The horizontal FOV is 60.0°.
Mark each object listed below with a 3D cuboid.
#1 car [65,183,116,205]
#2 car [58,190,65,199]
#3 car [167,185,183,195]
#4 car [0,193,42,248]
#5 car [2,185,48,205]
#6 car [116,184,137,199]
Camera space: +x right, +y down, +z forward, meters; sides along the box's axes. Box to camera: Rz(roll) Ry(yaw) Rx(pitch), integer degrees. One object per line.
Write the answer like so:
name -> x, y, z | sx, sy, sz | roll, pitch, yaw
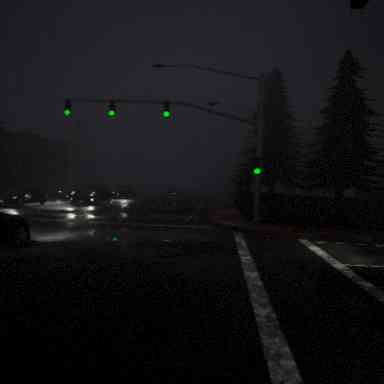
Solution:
car -> -8.240, 0.064, 27.525 | 2.097, 1.767, 4.553 | 2, 2, 5
car -> -11.294, 0.017, 32.852 | 1.895, 1.301, 4.718 | 2, 2, 5
car -> -2.543, -0.365, 50.718 | 1.994, 1.385, 4.181 | 2, 2, 5
car -> -6.169, 0.967, 8.621 | 1.837, 1.490, 4.892 | 2, 2, 5
car -> -12.080, 0.242, 23.789 | 1.812, 1.442, 4.674 | 2, 2, 5
car -> -7.437, -0.084, 36.631 | 1.837, 1.490, 4.892 | 2, 2, 5
